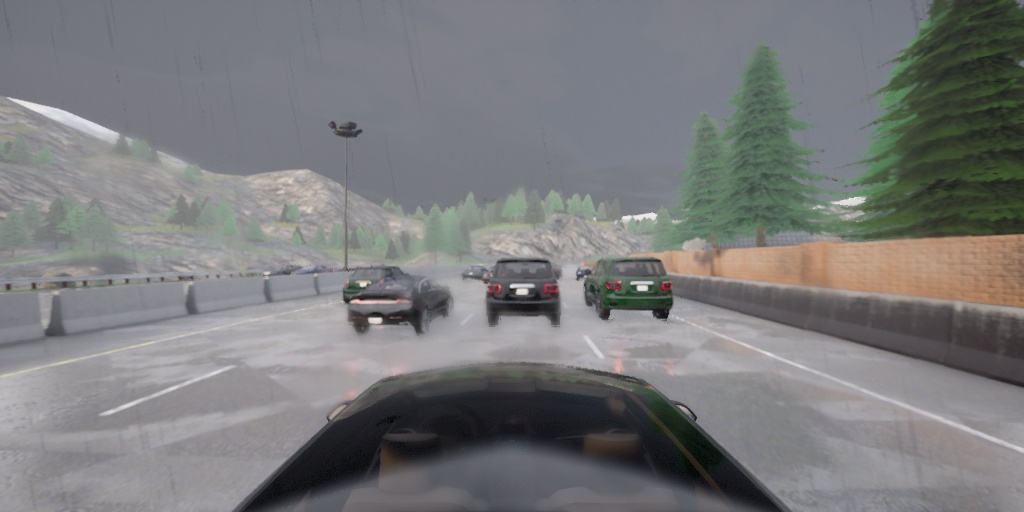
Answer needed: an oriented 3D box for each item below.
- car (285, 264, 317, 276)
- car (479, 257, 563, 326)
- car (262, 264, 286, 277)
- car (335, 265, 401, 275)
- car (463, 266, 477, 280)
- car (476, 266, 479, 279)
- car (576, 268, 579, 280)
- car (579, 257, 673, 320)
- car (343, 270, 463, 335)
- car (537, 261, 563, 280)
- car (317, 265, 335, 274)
[{"bbox_3d":[-20.948,1.662,37.806,1.812,1.442,4.674,0,-1,12],"label":"car"},{"bbox_3d":[0.447,1.064,12.191,2.150,2.045,5.566,0,-1,4],"label":"car"},{"bbox_3d":[-24.343,1.649,38.675,2.128,1.511,4.902,0,-1,12],"label":"car"},{"bbox_3d":[-6.127,1.260,17.351,2.097,1.767,4.553,0,-1,5],"label":"car"},{"bbox_3d":[-3.378,1.625,35.338,1.994,1.385,4.181,0,-1,12],"label":"car"},{"bbox_3d":[-1.014,1.549,29.466,2.033,1.411,5.357,0,-1,10],"label":"car"},{"bbox_3d":[7.360,1.632,35.427,1.895,1.301,4.718,0,-1,13],"label":"car"},{"bbox_3d":[4.021,1.063,13.238,2.150,2.045,5.566,0,-1,4],"label":"car"},{"bbox_3d":[-3.105,1.333,10.877,2.128,1.511,4.902,0,-1,3],"label":"car"},{"bbox_3d":[3.908,1.397,35.889,2.097,1.767,4.553,0,-1,12],"label":"car"},{"bbox_3d":[-17.483,1.740,37.284,1.895,1.301,4.718,0,-1,12],"label":"car"}]
